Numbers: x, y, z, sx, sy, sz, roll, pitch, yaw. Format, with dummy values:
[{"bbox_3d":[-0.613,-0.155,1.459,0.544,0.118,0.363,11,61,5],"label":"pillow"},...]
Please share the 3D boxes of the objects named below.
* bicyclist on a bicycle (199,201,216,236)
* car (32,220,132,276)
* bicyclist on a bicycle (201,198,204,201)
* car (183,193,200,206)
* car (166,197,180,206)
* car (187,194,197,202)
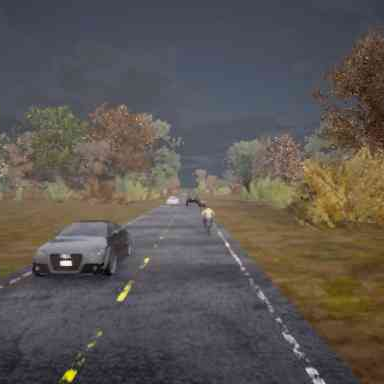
[{"bbox_3d":[0.848,1.431,17.273,0.866,1.612,1.509,0,0,0],"label":"bicyclist on a bicycle"},{"bbox_3d":[-3.099,1.561,10.165,1.994,1.385,4.181,0,0,0],"label":"car"},{"bbox_3d":[0.829,1.359,26.284,0.659,1.776,1.843,0,0,0],"label":"bicyclist on a bicycle"},{"bbox_3d":[0.104,1.179,55.678,2.150,2.045,5.566,0,0,0],"label":"car"},{"bbox_3d":[-3.055,1.487,52.956,1.812,1.442,4.674,0,0,0],"label":"car"},{"bbox_3d":[0.006,1.287,73.802,2.097,1.767,4.553,0,0,0],"label":"car"}]
